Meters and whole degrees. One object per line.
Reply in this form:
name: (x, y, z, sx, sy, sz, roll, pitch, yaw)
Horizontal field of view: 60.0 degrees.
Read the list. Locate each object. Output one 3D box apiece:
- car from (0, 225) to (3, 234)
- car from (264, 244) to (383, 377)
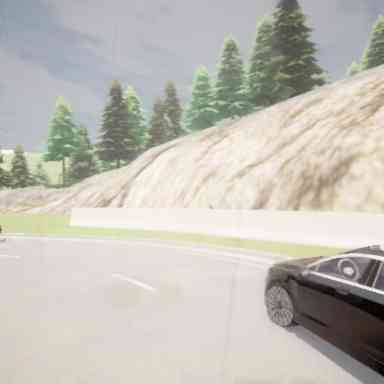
car: (-12.005, 1.936, 16.816, 4.718, 1.301, 1.895, -2, 0, 23)
car: (2.672, 1.401, 4.211, 2.128, 1.511, 4.902, -1, 0, -16)
